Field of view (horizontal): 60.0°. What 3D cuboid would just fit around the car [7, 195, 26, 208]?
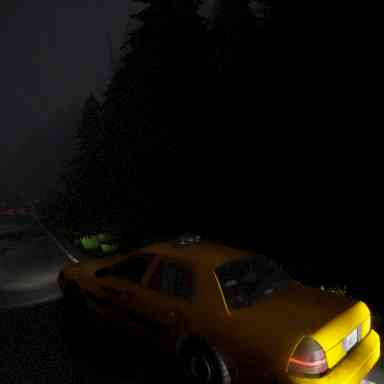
[{"bbox_3d":[-21.128,1.057,40.066,2.128,1.511,4.902,-2,2,-26],"label":"car"}]

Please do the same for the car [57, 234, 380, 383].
[{"bbox_3d":[-0.254,1.417,5.086,5.366,1.575,1.801,1,1,44],"label":"car"}]
